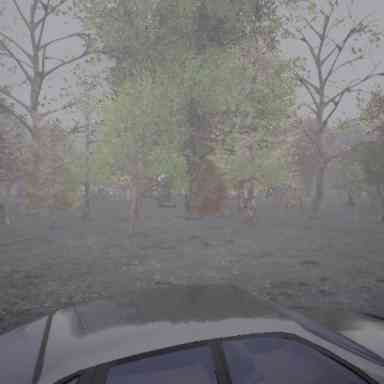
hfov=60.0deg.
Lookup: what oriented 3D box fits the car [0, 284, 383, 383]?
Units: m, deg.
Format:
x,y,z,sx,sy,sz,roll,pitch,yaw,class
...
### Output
x,y,z,sx,sy,sz,roll,pitch,yaw,class
0.102,1.546,2.611,5.357,1.411,2.033,0,0,-19,car
